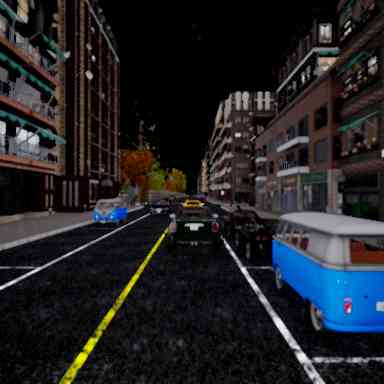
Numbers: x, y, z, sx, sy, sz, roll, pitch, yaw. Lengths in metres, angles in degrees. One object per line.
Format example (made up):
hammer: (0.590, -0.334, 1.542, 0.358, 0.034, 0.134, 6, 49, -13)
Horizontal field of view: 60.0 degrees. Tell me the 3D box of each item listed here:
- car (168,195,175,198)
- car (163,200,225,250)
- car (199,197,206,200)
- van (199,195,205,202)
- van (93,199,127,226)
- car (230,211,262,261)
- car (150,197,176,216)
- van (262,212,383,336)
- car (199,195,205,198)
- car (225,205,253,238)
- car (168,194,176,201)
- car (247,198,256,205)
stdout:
car: (-5.695, 1.814, 78.496, 1.947, 1.339, 4.313, 0, 0, 0)
car: (0.089, 1.386, 14.606, 2.097, 1.767, 4.553, 0, 0, 0)
car: (0.091, 1.559, 32.194, 1.882, 1.535, 5.008, 0, 0, 0)
van: (2.685, 1.637, 89.758, 1.690, 1.788, 3.998, 0, 0, 0)
van: (-5.687, 1.399, 23.447, 1.690, 1.788, 3.998, 0, 0, 0)
car: (2.694, 1.594, 12.124, 1.947, 1.339, 4.313, 0, 0, 0)
car: (-3.097, 1.578, 33.746, 2.128, 1.511, 4.902, 0, 0, 0)
van: (2.696, 1.356, 6.463, 1.690, 1.788, 3.998, 0, 0, 0)
car: (2.685, 1.816, 84.127, 1.887, 1.381, 4.507, 0, 0, 0)
car: (2.693, 1.608, 17.787, 1.947, 1.339, 4.313, 0, 0, 0)
car: (-5.697, 1.637, 95.388, 2.192, 1.841, 5.009, 0, 0, 0)
car: (13.460, 1.796, 66.176, 5.009, 1.841, 2.192, 1, -1, -1)
